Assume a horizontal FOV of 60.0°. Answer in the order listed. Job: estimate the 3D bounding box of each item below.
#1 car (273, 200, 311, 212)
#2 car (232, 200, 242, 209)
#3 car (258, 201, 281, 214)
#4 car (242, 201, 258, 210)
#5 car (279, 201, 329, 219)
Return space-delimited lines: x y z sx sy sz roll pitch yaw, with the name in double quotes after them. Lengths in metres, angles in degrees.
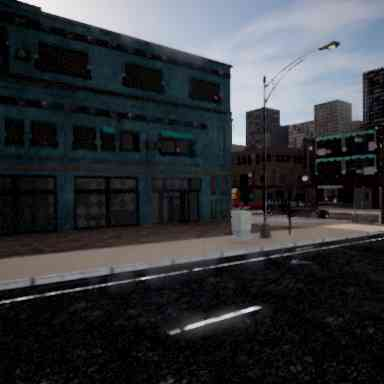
13.034 1.832 43.669 2.008 1.369 4.403 -1 0 -35 "car"
6.607 1.989 52.681 1.802 1.307 4.206 -1 0 -35 "car"
10.268 1.775 37.593 1.882 1.535 5.008 -1 0 -36 "car"
9.820 1.927 48.176 1.802 1.307 4.206 -1 0 -36 "car"
10.958 1.831 31.940 1.947 1.339 4.313 -1 0 -35 "car"
